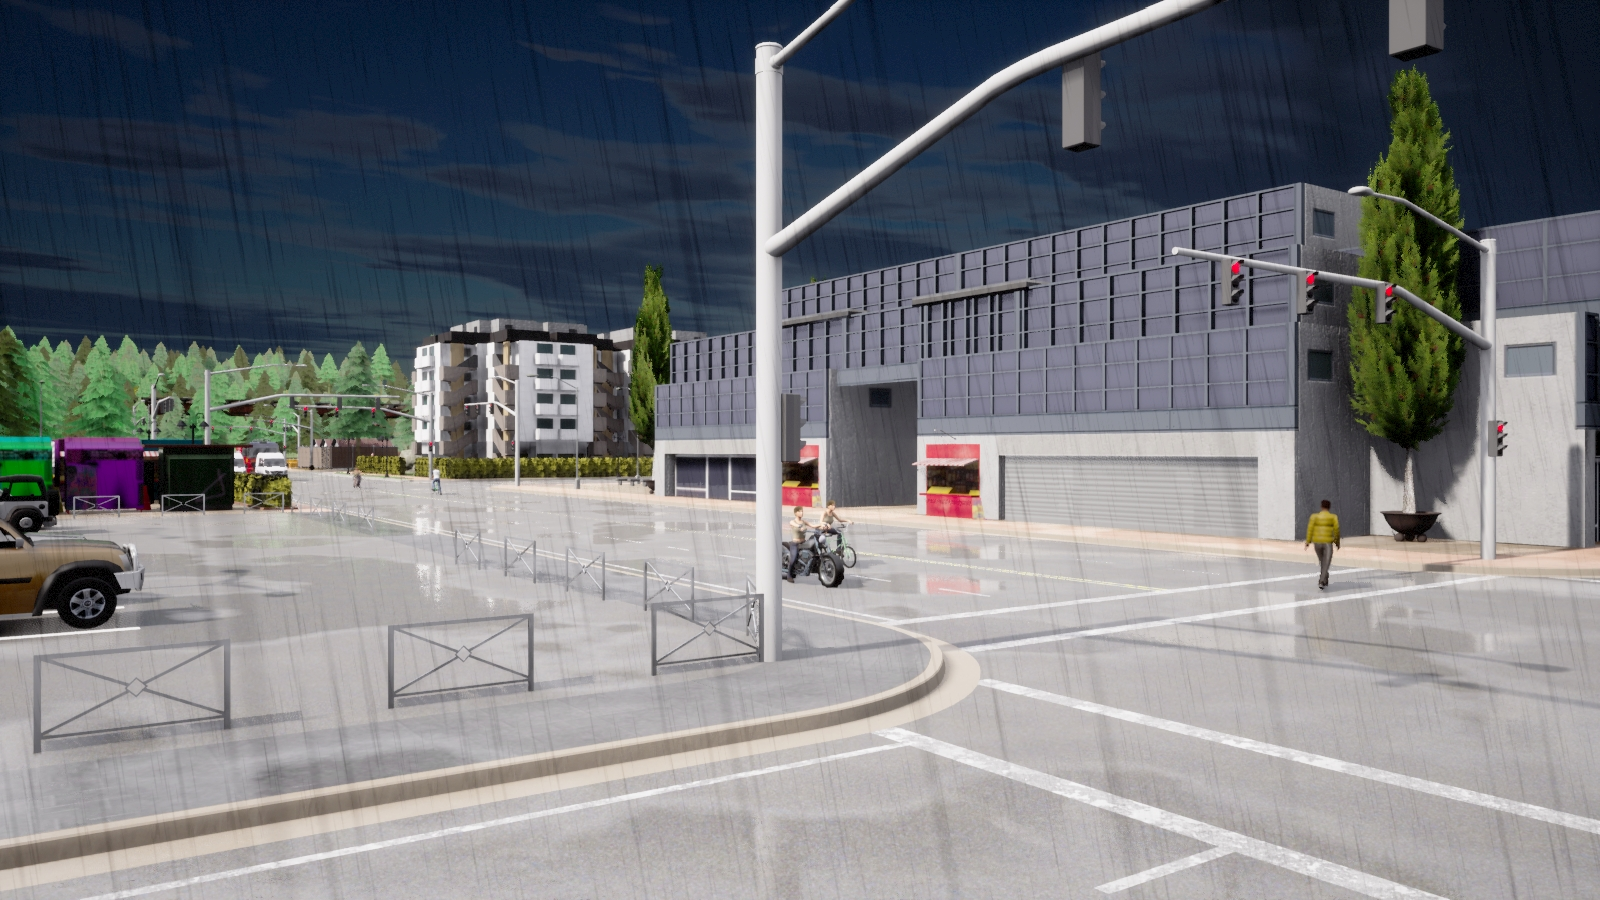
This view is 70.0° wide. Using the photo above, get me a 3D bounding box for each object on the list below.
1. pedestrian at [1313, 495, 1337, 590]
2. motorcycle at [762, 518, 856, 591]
[{"bbox_3d":[10.509,1.848,22.883,0.375,1.860,0.375,0,0,36],"label":"pedestrian"},{"bbox_3d":[0.165,2.155,23.900,0.764,1.307,2.356,0,0,-34],"label":"motorcycle"}]
